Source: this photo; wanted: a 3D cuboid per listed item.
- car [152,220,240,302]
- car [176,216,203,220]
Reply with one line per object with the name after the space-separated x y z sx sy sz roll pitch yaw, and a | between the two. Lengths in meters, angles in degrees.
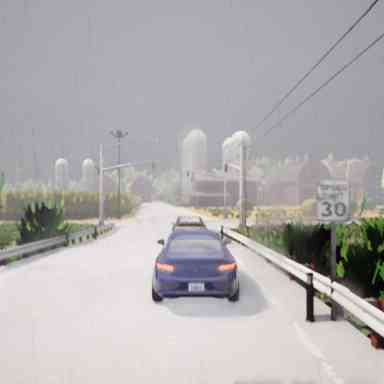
0.066 1.648 8.406 1.812 1.442 4.674 0 -2 0 | car
-0.159 2.065 18.331 2.128 1.511 4.902 0 -4 -2 | car
